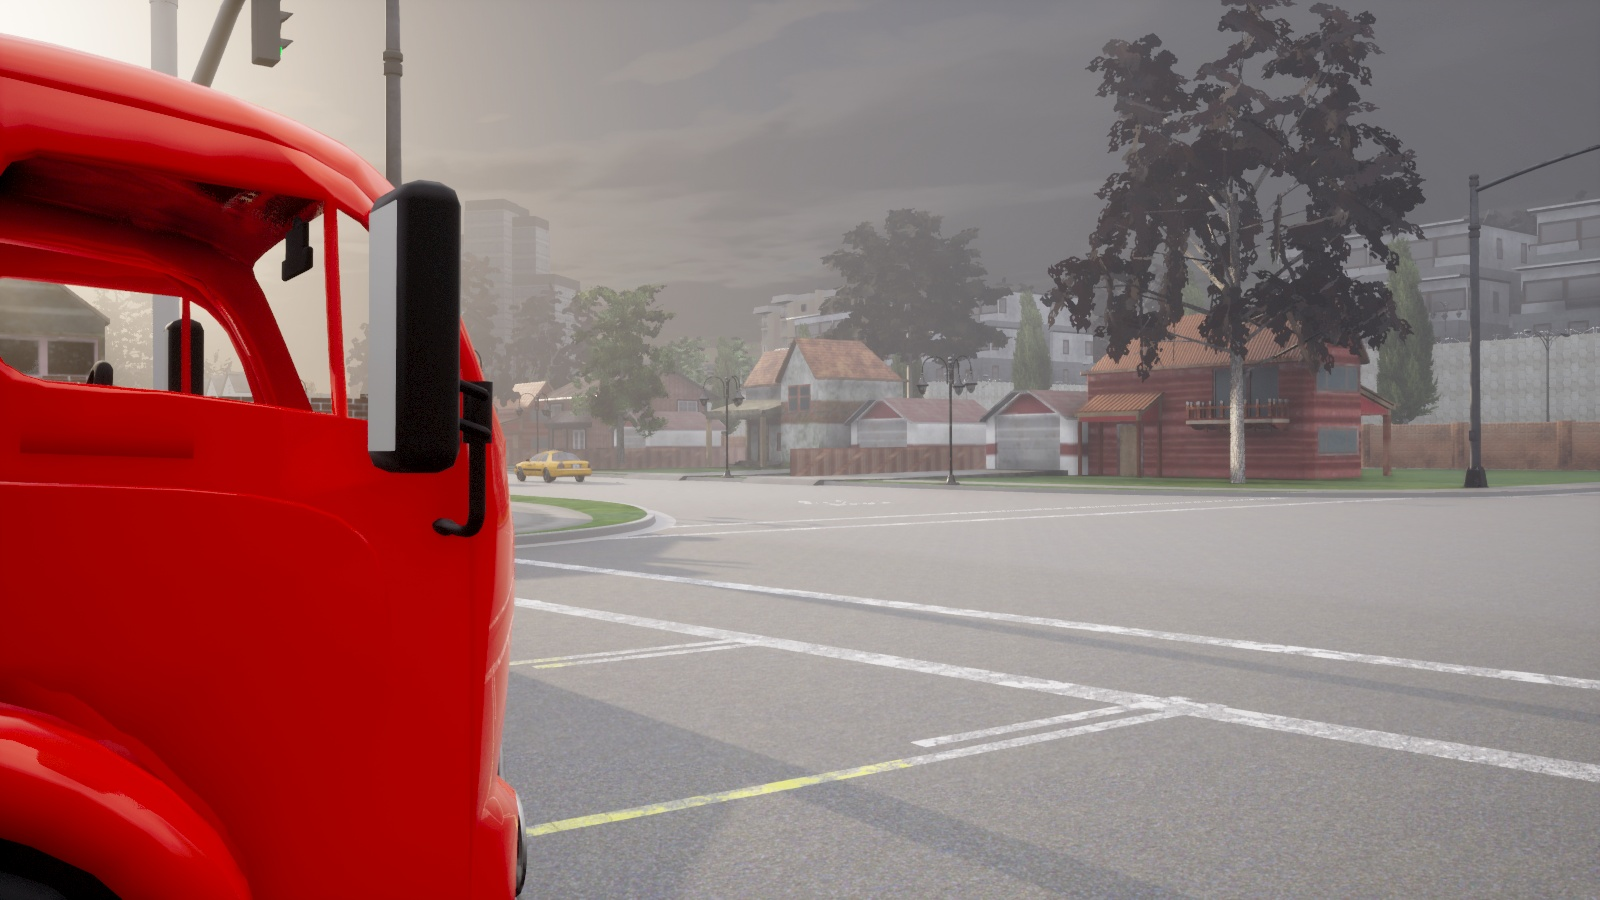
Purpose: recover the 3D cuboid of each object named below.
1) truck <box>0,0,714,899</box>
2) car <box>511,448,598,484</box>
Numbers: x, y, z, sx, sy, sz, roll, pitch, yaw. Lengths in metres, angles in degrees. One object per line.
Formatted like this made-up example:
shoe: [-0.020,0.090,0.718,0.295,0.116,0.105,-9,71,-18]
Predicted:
truck: [-3.027,0.263,1.582,5.204,2.467,2.627,0,0,-34]
car: [-11.426,0.729,58.117,1.801,1.575,5.366,-1,0,-36]
